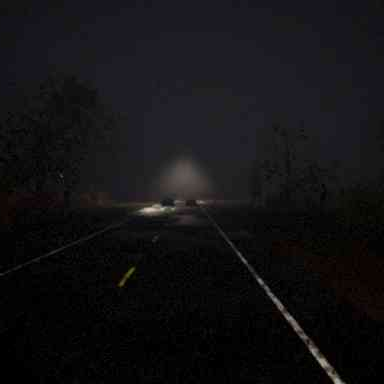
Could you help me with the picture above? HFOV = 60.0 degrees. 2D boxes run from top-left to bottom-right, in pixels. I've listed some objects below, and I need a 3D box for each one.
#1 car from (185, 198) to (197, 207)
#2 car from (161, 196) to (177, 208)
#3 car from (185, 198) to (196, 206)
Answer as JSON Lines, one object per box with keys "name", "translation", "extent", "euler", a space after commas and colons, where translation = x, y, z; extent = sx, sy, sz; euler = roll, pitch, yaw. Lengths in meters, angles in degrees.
{"name": "car", "translation": [-0.126, 1.740, 54.721], "extent": [1.994, 1.385, 4.181], "euler": [0, 0, 0]}
{"name": "car", "translation": [-3.779, 1.647, 52.928], "extent": [1.882, 1.535, 5.008], "euler": [0, 0, 0]}
{"name": "car", "translation": [-0.253, 1.795, 60.389], "extent": [1.895, 1.301, 4.718], "euler": [0, 0, 0]}
